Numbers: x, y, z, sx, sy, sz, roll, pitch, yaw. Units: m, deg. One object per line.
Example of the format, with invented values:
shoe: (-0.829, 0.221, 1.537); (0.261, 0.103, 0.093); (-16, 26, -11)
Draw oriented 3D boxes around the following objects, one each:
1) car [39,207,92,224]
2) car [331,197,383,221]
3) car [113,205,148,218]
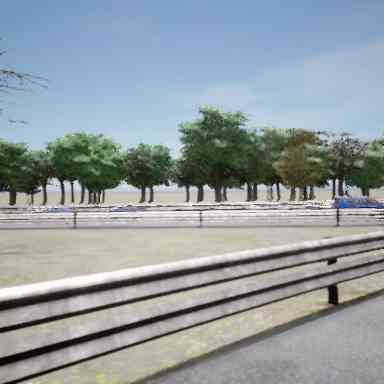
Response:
car: (-12.385, 2.262, 32.625); (5.008, 1.535, 1.882); (-1, 0, 6)
car: (15.373, 1.478, 29.664); (5.566, 2.045, 2.150); (-1, 0, 6)
car: (-7.182, 2.273, 39.107); (4.181, 1.385, 1.994); (-1, 0, 6)
